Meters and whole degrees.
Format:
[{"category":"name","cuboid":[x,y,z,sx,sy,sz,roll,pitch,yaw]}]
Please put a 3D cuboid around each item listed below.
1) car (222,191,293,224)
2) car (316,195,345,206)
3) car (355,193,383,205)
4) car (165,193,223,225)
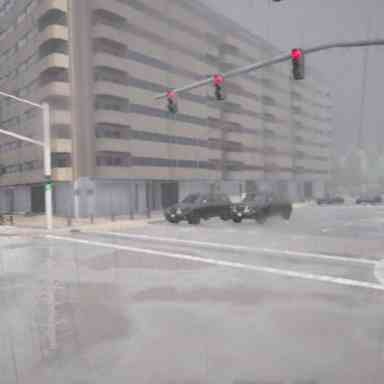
[{"category":"car","cuboid":[4.839,0.988,22.809,2.150,2.045,5.566,-2,0,43]},{"category":"car","cuboid":[16.767,0.987,40.375,1.895,1.301,4.718,-2,0,44]},{"category":"car","cuboid":[21.475,0.796,40.214,2.033,1.411,5.357,-2,0,44]},{"category":"car","cuboid":[0.606,1.110,23.399,2.150,2.045,5.566,-2,0,43]}]
